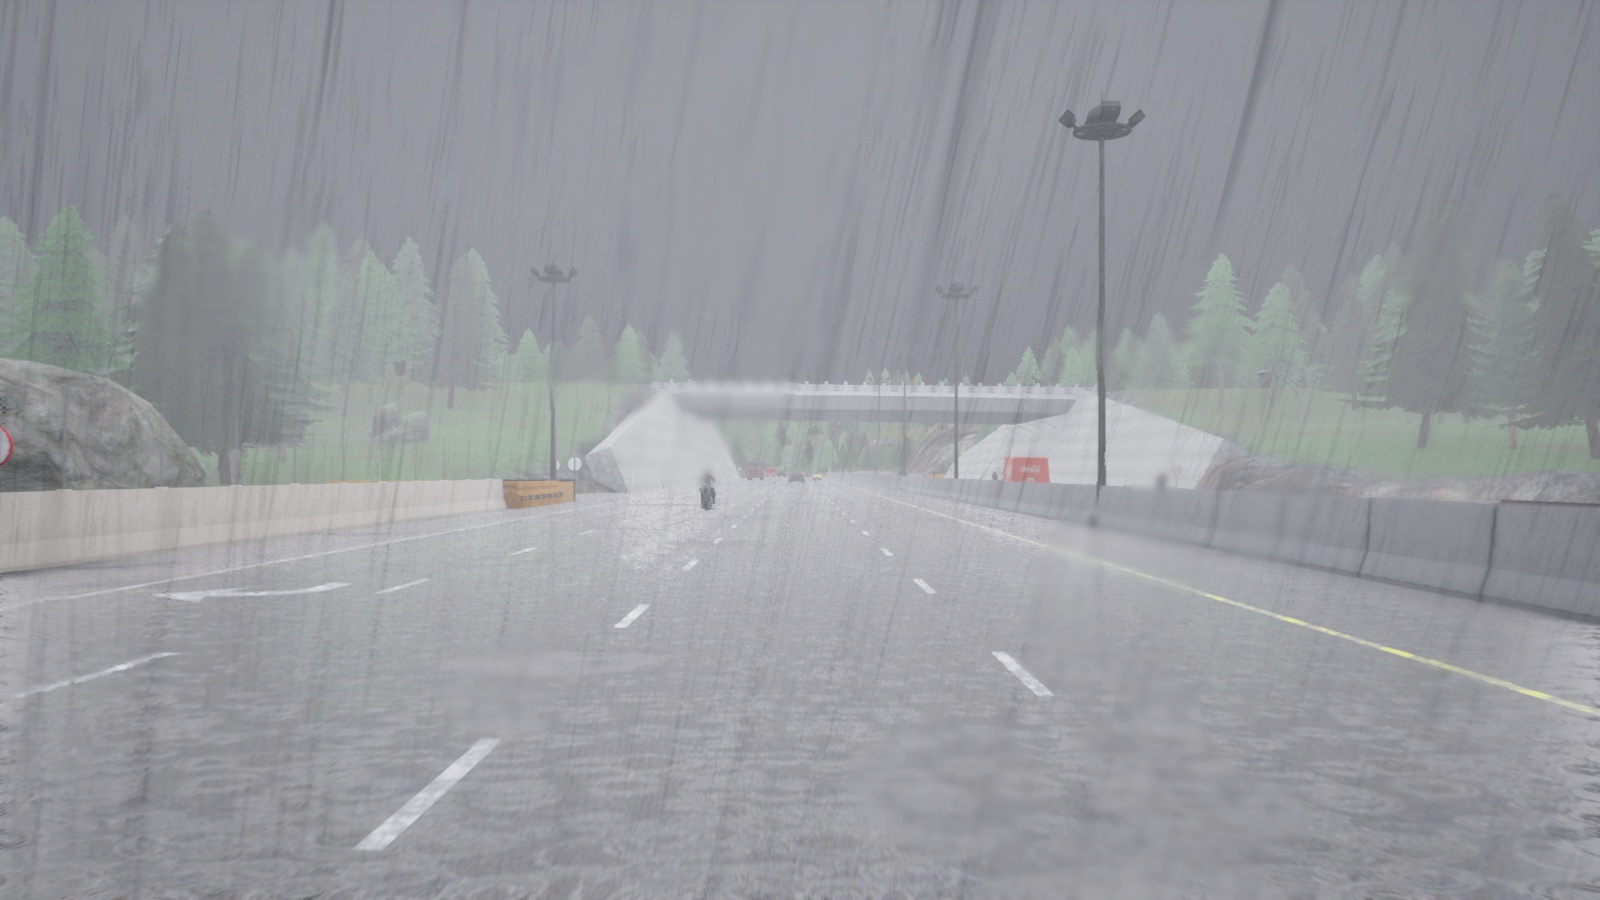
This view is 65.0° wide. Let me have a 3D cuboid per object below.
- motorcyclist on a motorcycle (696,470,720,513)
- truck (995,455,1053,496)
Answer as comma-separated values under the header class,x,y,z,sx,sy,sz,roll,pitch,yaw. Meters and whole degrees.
class,x,y,z,sx,sy,sz,roll,pitch,yaw
motorcyclist on a motorcycle,-3.620,1.608,49.511,0.766,1.649,2.350,0,-1,0
truck,13.809,1.575,77.829,2.627,2.467,5.204,0,-1,0
